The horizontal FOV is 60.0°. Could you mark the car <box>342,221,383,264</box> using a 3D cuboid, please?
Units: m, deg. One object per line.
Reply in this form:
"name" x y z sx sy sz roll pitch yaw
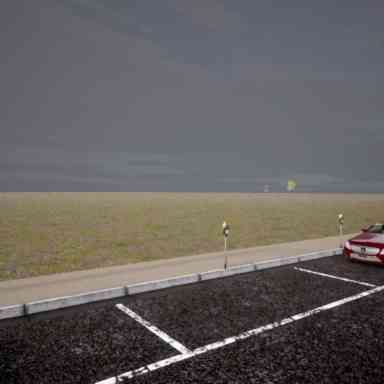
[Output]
"car" 6.624 1.585 10.785 4.206 1.307 1.802 0 1 -35
